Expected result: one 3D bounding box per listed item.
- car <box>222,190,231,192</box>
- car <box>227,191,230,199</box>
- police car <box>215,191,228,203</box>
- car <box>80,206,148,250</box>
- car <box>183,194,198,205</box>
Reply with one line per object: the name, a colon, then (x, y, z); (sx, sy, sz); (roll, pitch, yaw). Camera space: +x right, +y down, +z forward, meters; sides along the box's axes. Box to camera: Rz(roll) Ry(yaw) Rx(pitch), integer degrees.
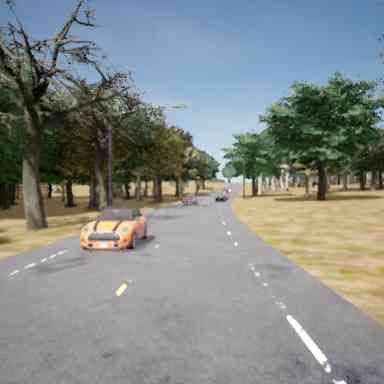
car: (8.035, 0.915, 82.062); (1.801, 1.575, 5.366); (0, 1, 9)
car: (7.050, 1.079, 75.968); (1.882, 1.535, 5.008); (0, 1, 9)
police car: (5.623, 1.212, 66.241); (1.930, 1.638, 5.238); (0, 1, 8)
car: (-3.314, 1.475, 14.950); (2.097, 1.767, 4.553); (0, 0, 2)
car: (-0.265, 1.287, 56.155); (2.097, 1.767, 4.553); (0, 1, 7)
